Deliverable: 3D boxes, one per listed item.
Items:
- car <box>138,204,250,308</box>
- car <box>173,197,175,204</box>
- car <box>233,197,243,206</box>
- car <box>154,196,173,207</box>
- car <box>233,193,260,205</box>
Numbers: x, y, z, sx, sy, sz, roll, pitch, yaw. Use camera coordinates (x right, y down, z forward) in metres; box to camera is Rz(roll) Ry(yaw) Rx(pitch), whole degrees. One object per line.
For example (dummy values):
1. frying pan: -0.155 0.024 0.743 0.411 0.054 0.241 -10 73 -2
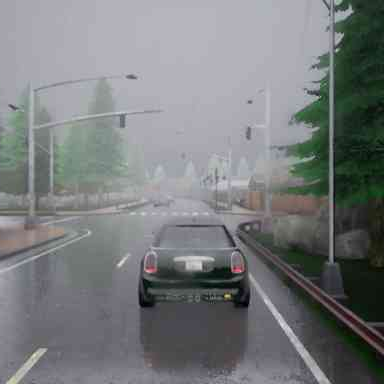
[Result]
1. car: 0.056 1.343 8.089 2.097 1.767 4.553 0 0 1
2. car: -4.192 1.429 62.332 1.812 1.442 4.674 0 0 0
3. car: 8.809 1.092 48.823 4.605 1.855 1.932 0 0 -1
4. car: -4.093 1.485 45.772 1.994 1.385 4.181 0 0 0
5. car: 8.393 1.091 51.332 3.866 1.878 1.905 0 0 -1
